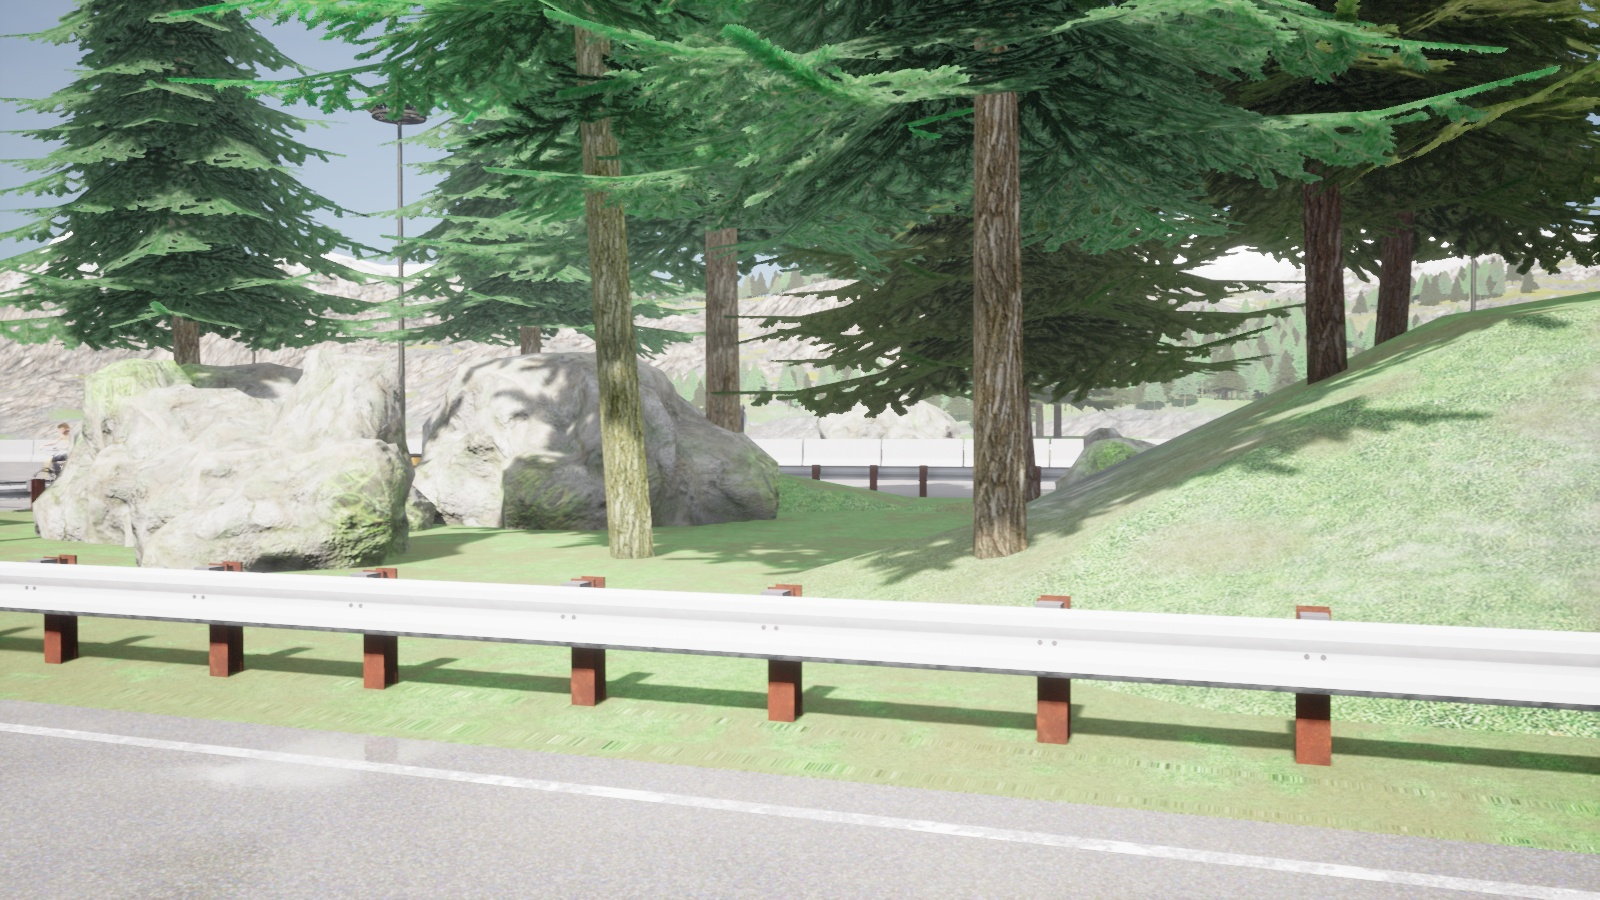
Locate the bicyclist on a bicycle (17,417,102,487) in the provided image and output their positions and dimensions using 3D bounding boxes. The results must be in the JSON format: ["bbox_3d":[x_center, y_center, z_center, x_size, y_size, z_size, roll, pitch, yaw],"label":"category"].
[{"bbox_3d":[-17.444,0.025,29.599,0.866,1.612,1.509,1,1,20],"label":"bicyclist on a bicycle"}]
